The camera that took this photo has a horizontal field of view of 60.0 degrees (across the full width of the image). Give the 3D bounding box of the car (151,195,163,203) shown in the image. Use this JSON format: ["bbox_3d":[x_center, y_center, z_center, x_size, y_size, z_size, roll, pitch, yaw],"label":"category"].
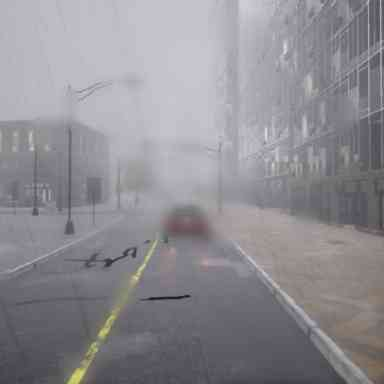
[{"bbox_3d":[-7.705,1.579,69.731,1.895,1.301,4.718,0,0,-8],"label":"car"}]

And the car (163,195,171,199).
[{"bbox_3d":[-6.061,1.454,77.371,1.882,1.535,5.008,0,0,-9],"label":"car"}]

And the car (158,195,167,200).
[{"bbox_3d":[-7.785,1.405,87.671,1.895,1.301,4.718,0,0,-11],"label":"car"}]

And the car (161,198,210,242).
[{"bbox_3d":[-0.274,1.355,16.588,2.097,1.767,4.553,0,0,-2],"label":"car"}]
